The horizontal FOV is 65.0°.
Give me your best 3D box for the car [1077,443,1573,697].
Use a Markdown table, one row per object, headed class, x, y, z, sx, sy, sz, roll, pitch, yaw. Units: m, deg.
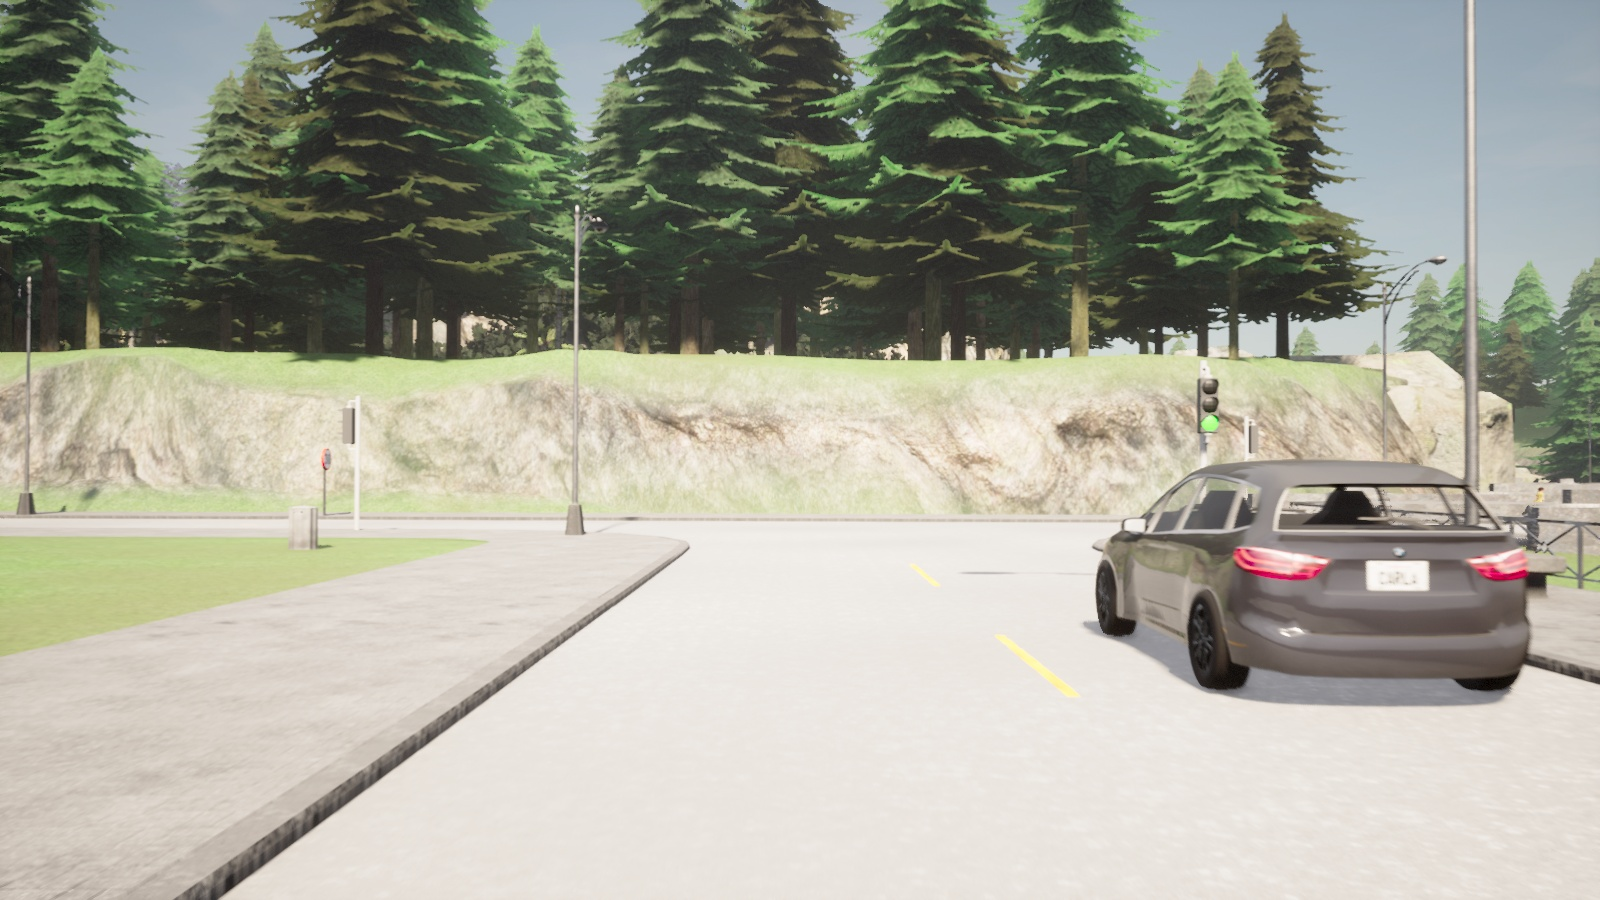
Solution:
| class | x | y | z | sx | sy | sz | roll | pitch | yaw |
| --- | --- | --- | --- | --- | --- | --- | --- | --- | --- |
| car | 3.974 | 0.822 | 10.593 | 2.242 | 1.667 | 4.611 | 0 | -1 | 0 |
